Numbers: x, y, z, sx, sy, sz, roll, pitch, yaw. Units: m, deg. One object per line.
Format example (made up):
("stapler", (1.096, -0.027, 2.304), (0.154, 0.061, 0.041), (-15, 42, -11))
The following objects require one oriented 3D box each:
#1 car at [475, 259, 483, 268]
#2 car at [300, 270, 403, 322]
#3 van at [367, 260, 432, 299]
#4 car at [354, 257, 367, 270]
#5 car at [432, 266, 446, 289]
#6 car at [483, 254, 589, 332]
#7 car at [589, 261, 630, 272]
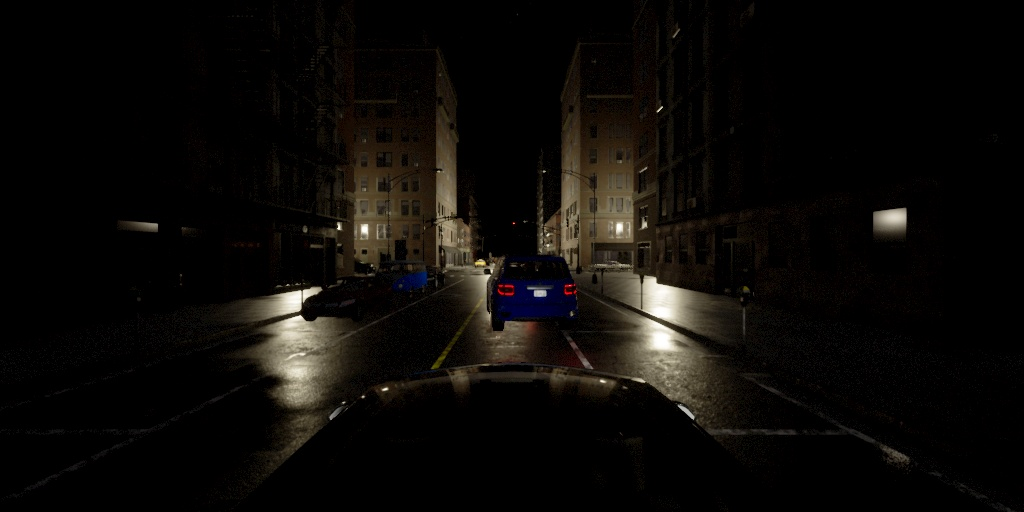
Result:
("car", (-5.362, 1.273, 60.881), (1.751, 1.417, 4.829), (0, 0, 0))
("car", (-5.389, 1.331, 12.275), (1.802, 1.307, 4.207), (0, 0, 0))
("van", (-5.385, 1.090, 17.681), (1.690, 1.789, 3.998), (0, 0, 0))
("car", (-18.212, 1.064, 40.138), (5.566, 2.045, 2.150), (0, 0, 0))
("car", (-5.381, 1.299, 23.087), (2.007, 1.370, 4.403), (0, 0, 0))
("car", (0.368, 0.971, 11.072), (2.150, 2.045, 5.566), (0, 0, -6))
("car", (11.513, 1.276, 43.120), (4.718, 1.301, 1.895), (0, 0, 0))
